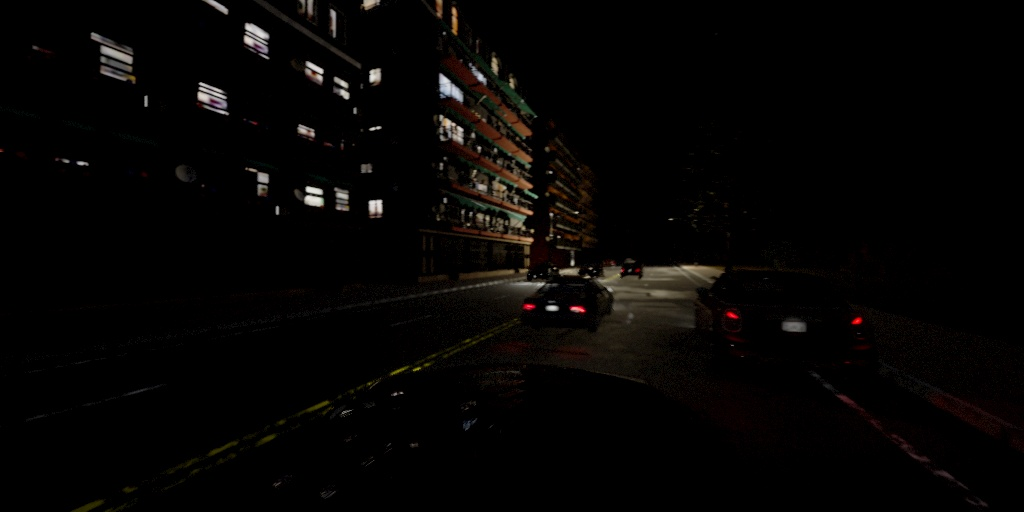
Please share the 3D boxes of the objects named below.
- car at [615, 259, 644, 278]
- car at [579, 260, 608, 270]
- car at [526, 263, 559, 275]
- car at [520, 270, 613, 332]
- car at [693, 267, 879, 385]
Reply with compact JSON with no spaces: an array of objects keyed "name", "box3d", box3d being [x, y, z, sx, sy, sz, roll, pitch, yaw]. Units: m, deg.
[{"name":"car","box3d":[11.182,1.304,33.376,2.033,1.411,5.357,-1,0,23]},{"name":"car","box3d":[7.308,1.327,33.039,1.812,1.442,4.674,-1,0,23]},{"name":"car","box3d":[2.726,1.351,30.479,1.837,1.490,4.892,-1,0,23]},{"name":"car","box3d":[1.916,1.317,11.033,2.033,1.411,5.357,-1,0,22]},{"name":"car","box3d":[5.002,1.066,7.294,2.097,1.767,4.553,-1,0,23]}]
